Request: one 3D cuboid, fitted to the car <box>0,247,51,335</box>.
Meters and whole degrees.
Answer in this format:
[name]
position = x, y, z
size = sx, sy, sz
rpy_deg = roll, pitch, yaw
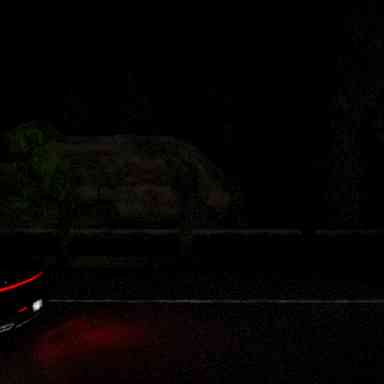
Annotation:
[car]
position = -4.874, 1.539, 5.355
size = 4.892, 1.490, 1.837
rpy_deg = 0, 0, 1
